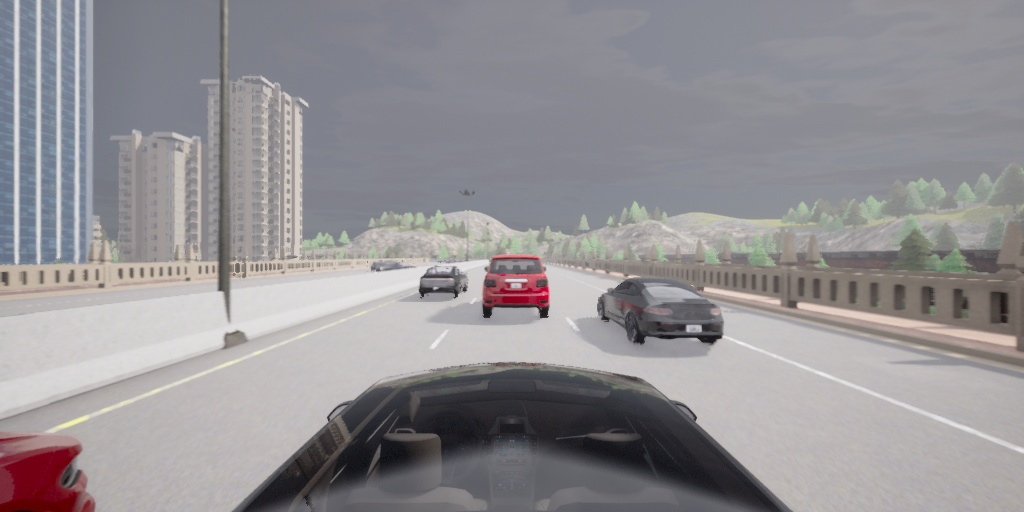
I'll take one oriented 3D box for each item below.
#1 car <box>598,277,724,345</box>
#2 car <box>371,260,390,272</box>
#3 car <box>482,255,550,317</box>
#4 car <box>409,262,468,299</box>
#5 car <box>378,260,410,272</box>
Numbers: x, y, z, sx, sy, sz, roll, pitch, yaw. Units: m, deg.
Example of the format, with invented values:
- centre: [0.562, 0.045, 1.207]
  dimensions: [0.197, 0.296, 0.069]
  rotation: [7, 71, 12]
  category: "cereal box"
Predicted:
- centre: [3.618, 1.278, 9.430]
  dimensions: [1.812, 1.442, 4.674]
  rotation: [0, 0, 0]
  category: "car"
- centre: [-13.996, 1.235, 41.377]
  dimensions: [2.128, 1.511, 4.902]
  rotation: [0, 0, 0]
  category: "car"
- centre: [0.124, 0.972, 13.285]
  dimensions: [2.150, 2.045, 5.566]
  rotation: [0, 0, 0]
  category: "car"
- centre: [-3.365, 1.240, 18.259]
  dimensions: [2.128, 1.511, 4.902]
  rotation: [0, 0, 0]
  category: "car"
- centre: [-10.526, 1.346, 33.600]
  dimensions: [1.895, 1.301, 4.718]
  rotation: [0, 0, 0]
  category: "car"
